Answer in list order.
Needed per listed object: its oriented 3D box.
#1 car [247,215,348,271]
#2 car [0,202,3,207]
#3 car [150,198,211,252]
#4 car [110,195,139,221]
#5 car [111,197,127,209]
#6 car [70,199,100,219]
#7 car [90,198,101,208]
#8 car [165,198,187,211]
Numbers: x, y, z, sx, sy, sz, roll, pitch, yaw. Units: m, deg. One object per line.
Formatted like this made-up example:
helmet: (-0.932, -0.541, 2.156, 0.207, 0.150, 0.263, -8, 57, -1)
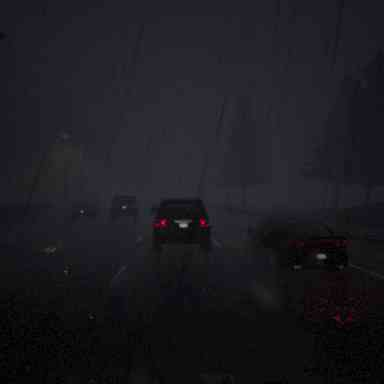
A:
car: (3.168, 1.495, 10.993, 1.882, 1.535, 5.008, 0, 0, -3)
car: (-22.057, 1.648, 36.180, 1.837, 1.490, 4.892, 0, 0, -14)
car: (-0.541, 1.257, 14.238, 2.150, 2.045, 5.566, 0, 0, -5)
car: (-5.755, 1.306, 28.453, 2.150, 2.045, 5.566, 0, 0, -10)
car: (-11.004, 1.625, 49.749, 1.882, 1.535, 5.008, 0, 0, -18)
car: (-9.804, 1.662, 30.349, 1.994, 1.385, 4.181, 0, 0, -11)
car: (-14.684, 1.634, 49.712, 1.882, 1.535, 5.008, 0, 0, -18)
car: (-2.214, 1.618, 44.618, 1.837, 1.490, 4.892, 1, 0, -15)
